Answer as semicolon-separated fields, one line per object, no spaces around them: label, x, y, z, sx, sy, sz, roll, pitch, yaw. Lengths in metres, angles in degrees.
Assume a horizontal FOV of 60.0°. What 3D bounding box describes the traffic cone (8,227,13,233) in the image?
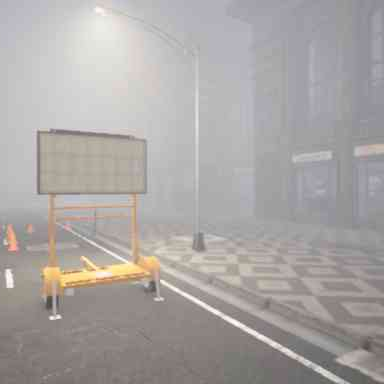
traffic cone;-7.914;1.956;14.681;0.340;0.580;0.340;0;0;-30

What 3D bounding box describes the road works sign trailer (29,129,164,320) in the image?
road works sign trailer;-2.237;0.456;7.583;2.380;3.560;2.880;0;0;-30

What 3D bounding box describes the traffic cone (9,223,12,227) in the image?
traffic cone;-8.910;1.957;16.415;0.340;0.580;0.340;0;0;-30

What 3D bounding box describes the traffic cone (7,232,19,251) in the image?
traffic cone;-6.918;1.956;12.947;0.340;0.580;0.340;0;0;-30
